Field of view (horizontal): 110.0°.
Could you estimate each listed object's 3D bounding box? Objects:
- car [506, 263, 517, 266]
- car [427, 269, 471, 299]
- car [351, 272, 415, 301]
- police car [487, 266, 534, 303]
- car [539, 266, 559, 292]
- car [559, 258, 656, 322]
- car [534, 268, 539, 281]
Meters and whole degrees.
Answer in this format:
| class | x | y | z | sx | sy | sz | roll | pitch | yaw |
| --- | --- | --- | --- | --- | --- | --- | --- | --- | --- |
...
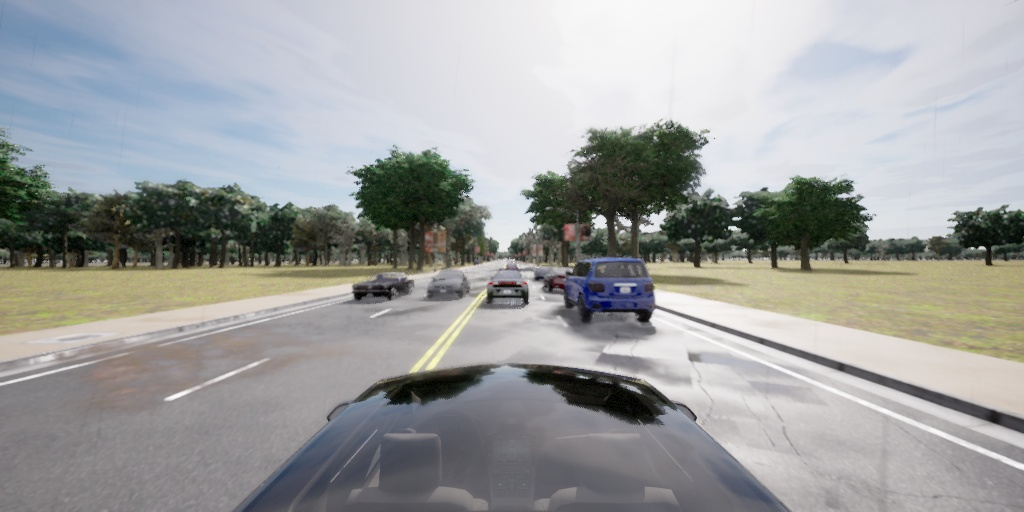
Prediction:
| class | x | y | z | sx | sy | sz | roll | pitch | yaw |
| --- | --- | --- | --- | --- | --- | --- | --- | --- | --- |
| car | -0.072 | 1.954 | 59.527 | 1.994 | 1.385 | 4.181 | 0 | -1 | 0 |
| car | -3.366 | 1.477 | 19.816 | 1.812 | 1.442 | 4.674 | 0 | -1 | 0 |
| car | -6.613 | 1.542 | 18.883 | 1.895 | 1.301 | 4.718 | 0 | -1 | 0 |
| police car | -0.155 | 1.435 | 18.117 | 2.038 | 1.542 | 4.974 | 0 | -1 | 1 |
| car | 3.228 | 1.502 | 23.960 | 2.163 | 1.488 | 4.792 | 0 | -1 | 0 |
| car | 3.246 | 1.096 | 12.958 | 2.150 | 2.045 | 5.566 | 0 | -1 | 0 |
| car | 3.199 | 1.684 | 34.934 | 1.994 | 1.385 | 4.181 | 0 | -1 | 0 |
